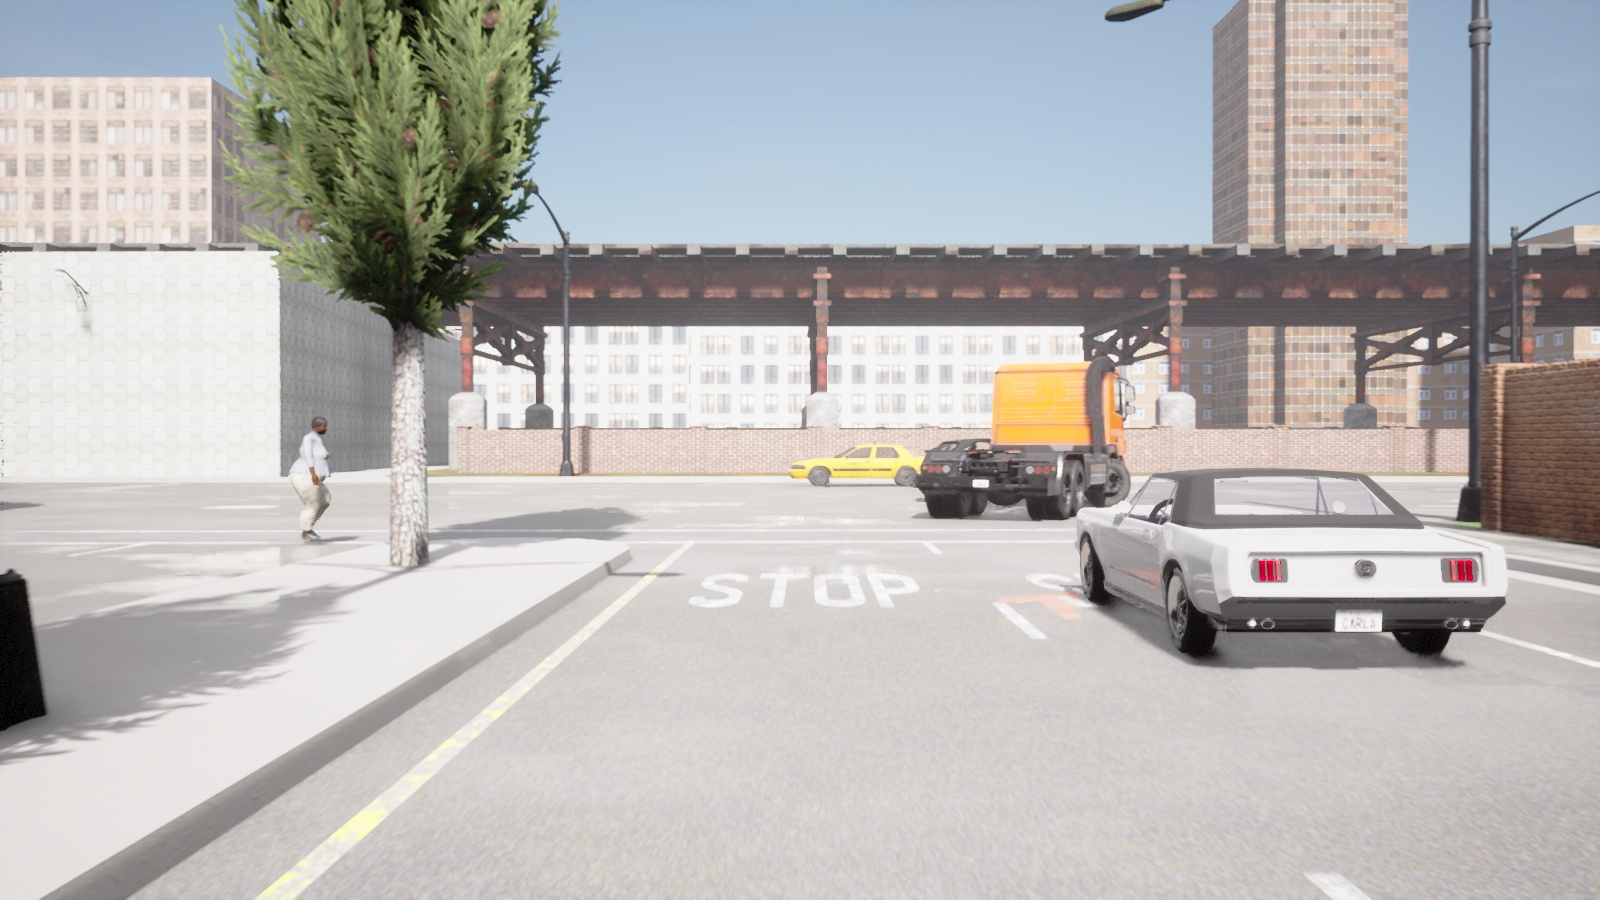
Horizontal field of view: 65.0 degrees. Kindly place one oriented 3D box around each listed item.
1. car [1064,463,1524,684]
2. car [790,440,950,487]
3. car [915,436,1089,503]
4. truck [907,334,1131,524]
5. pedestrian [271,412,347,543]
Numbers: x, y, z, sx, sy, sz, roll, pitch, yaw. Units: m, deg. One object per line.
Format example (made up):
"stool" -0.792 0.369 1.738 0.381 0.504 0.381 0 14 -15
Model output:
"car" 3.573 0.792 10.185 1.895 1.301 4.718 0 0 0
"car" 2.361 0.445 43.025 5.366 1.575 1.801 0 0 1
"car" 5.150 0.468 32.081 3.988 1.617 1.851 0 0 -20
"truck" 5.002 -0.387 27.130 2.891 3.462 7.936 0 0 24
"pedestrian" -7.120 0.383 18.265 0.900 1.855 0.874 0 0 -12
